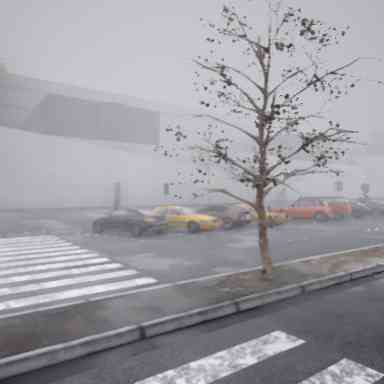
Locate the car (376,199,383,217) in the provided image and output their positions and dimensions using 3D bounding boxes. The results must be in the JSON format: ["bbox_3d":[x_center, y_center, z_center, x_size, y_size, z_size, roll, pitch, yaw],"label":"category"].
[{"bbox_3d":[16.056,1.535,31.777,4.792,1.488,2.163,-1,0,35],"label":"car"}]

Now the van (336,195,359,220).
[{"bbox_3d":[11.323,1.293,28.244,4.442,1.987,1.878,-1,-1,35],"label":"van"}]

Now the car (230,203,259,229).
[{"bbox_3d":[1.473,1.533,21.390,4.792,1.488,2.163,-1,-1,35],"label":"car"}]

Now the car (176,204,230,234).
[{"bbox_3d":[-0.777,1.491,19.543,5.366,1.575,1.946,-1,-1,35],"label":"car"}]

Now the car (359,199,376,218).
[{"bbox_3d":[13.654,1.552,30.027,4.674,1.452,2.002,-1,0,35],"label":"car"}]

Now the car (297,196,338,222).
[{"bbox_3d":[8.812,1.393,26.551,4.553,1.767,2.185,-1,-1,34],"label":"car"}]

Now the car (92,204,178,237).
[{"bbox_3d":[-3.358,1.533,17.912,4.674,1.452,2.002,-1,-1,35],"label":"car"}]

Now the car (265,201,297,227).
[{"bbox_3d":[4.083,1.505,23.004,5.366,1.575,1.946,-1,-1,35],"label":"car"}]
